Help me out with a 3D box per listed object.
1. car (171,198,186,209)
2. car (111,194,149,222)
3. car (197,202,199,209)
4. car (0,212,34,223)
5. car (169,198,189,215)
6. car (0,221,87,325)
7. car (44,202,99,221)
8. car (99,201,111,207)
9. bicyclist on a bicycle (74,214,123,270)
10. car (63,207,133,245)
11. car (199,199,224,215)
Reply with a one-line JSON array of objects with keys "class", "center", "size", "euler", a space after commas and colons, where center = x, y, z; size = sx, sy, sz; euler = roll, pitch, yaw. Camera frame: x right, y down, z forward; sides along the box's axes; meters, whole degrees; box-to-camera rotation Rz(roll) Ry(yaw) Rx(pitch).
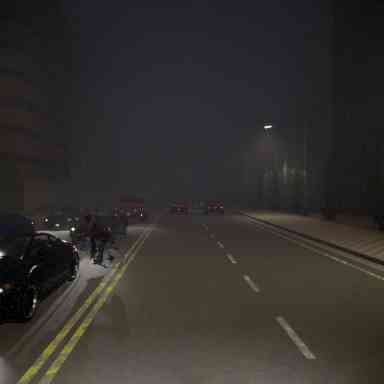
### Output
[{"class": "car", "center": [-1.902, 1.547, 46.490], "size": [2.033, 1.411, 5.357], "euler": [0, 0, -2]}, {"class": "car", "center": [-4.659, 1.221, 26.411], "size": [2.150, 2.045, 5.566], "euler": [0, 0, -3]}, {"class": "car", "center": [1.688, 1.601, 43.842], "size": [1.895, 1.301, 4.718], "euler": [0, 0, -2]}, {"class": "car", "center": [-7.572, 1.478, 12.207], "size": [1.882, 1.535, 5.008], "euler": [0, 0, -3]}, {"class": "car", "center": [-1.368, 1.491, 34.598], "size": [2.128, 1.511, 4.902], "euler": [0, 0, -2]}, {"class": "car", "center": [-3.847, 1.564, 6.977], "size": [1.994, 1.385, 4.181], "euler": [0, 0, -2]}, {"class": "car", "center": [-7.991, 1.547, 22.112], "size": [2.033, 1.411, 5.357], "euler": [0, 0, -3]}, {"class": "car", "center": [-8.376, 1.564, 32.022], "size": [1.994, 1.385, 4.181], "euler": [0, 0, -2]}, {"class": "bicyclist on a bicycle", "center": [-2.807, 1.453, 9.547], "size": [1.656, 1.620, 0.582], "euler": [-1, 0, -2]}, {"class": "car", "center": [-4.218, 1.601, 15.729], "size": [1.895, 1.301, 4.718], "euler": [0, 0, -2]}, {"class": "car", "center": [2.147, 1.547, 34.208], "size": [2.033, 1.411, 5.357], "euler": [0, 0, -2]}]
